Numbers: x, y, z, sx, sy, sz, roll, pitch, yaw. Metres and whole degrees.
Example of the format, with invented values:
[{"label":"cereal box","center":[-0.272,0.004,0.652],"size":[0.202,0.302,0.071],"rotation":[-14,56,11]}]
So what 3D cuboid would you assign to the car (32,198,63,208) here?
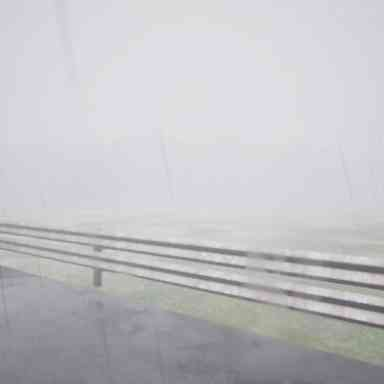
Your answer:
[{"label":"car","center":[-22.252,1.730,51.294],"size":[4.674,1.442,1.812],"rotation":[0,0,9]}]
